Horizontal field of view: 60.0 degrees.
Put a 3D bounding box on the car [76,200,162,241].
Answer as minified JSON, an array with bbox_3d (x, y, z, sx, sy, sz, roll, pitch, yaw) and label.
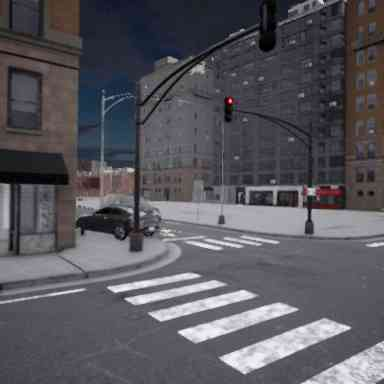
[{"bbox_3d":[-3.448,1.319,15.371,4.674,1.442,1.812,1,-1,39],"label":"car"}]

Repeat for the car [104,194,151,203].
[{"bbox_3d":[-4.043,1.185,21.276,2.150,2.045,5.566,1,0,-35],"label":"car"}]
